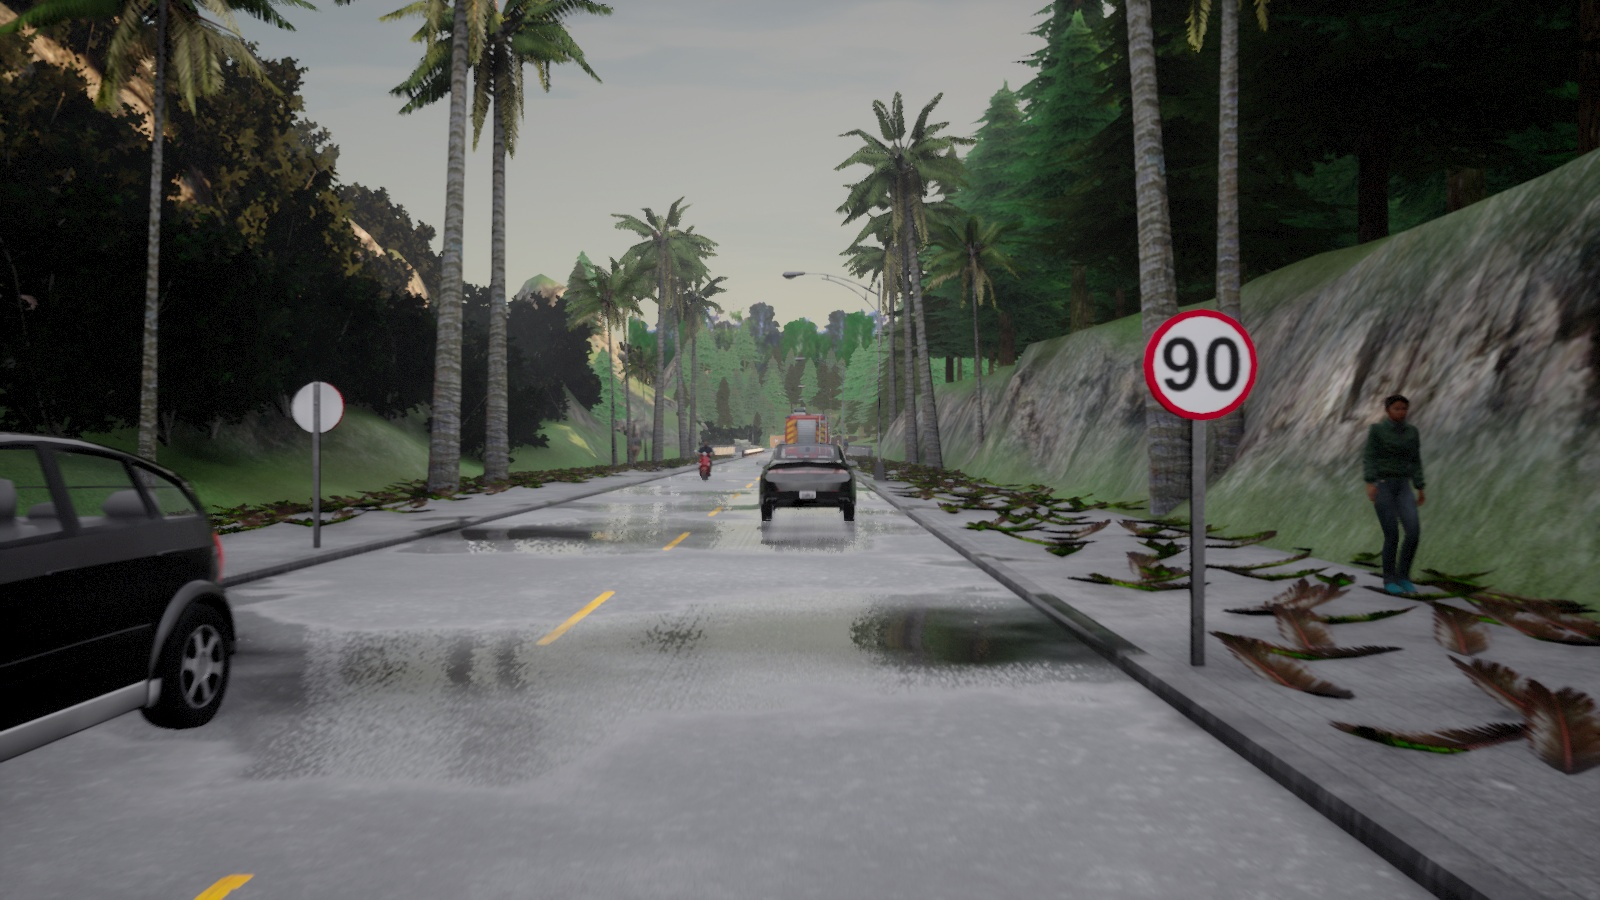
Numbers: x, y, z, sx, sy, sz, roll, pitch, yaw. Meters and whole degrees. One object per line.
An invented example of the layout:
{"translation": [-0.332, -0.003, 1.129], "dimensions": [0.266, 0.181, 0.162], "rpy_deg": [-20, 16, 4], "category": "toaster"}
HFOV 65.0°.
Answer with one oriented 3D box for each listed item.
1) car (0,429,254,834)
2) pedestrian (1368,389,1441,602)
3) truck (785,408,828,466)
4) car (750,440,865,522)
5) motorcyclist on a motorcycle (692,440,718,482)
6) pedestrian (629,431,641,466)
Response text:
{"translation": [-3.955, 0.692, 5.169], "dimensions": [1.789, 1.549, 3.705], "rpy_deg": [0, 0, 0], "category": "car"}
{"translation": [5.381, 0.392, 11.202], "dimensions": [0.353, 1.847, 0.614], "rpy_deg": [0, 0, 0], "category": "pedestrian"}
{"translation": [0.448, -0.909, 87.145], "dimensions": [2.891, 3.827, 8.468], "rpy_deg": [0, 0, 0], "category": "truck"}
{"translation": [0.156, 0.558, 25.720], "dimensions": [2.128, 1.511, 4.902], "rpy_deg": [0, 0, 0], "category": "car"}
{"translation": [-3.717, 0.420, 49.111], "dimensions": [0.866, 1.590, 1.817], "rpy_deg": [0, 0, 0], "category": "motorcyclist on a motorcycle"}
{"translation": [-8.850, -0.091, 67.308], "dimensions": [0.540, 1.848, 0.694], "rpy_deg": [0, 0, 0], "category": "pedestrian"}
